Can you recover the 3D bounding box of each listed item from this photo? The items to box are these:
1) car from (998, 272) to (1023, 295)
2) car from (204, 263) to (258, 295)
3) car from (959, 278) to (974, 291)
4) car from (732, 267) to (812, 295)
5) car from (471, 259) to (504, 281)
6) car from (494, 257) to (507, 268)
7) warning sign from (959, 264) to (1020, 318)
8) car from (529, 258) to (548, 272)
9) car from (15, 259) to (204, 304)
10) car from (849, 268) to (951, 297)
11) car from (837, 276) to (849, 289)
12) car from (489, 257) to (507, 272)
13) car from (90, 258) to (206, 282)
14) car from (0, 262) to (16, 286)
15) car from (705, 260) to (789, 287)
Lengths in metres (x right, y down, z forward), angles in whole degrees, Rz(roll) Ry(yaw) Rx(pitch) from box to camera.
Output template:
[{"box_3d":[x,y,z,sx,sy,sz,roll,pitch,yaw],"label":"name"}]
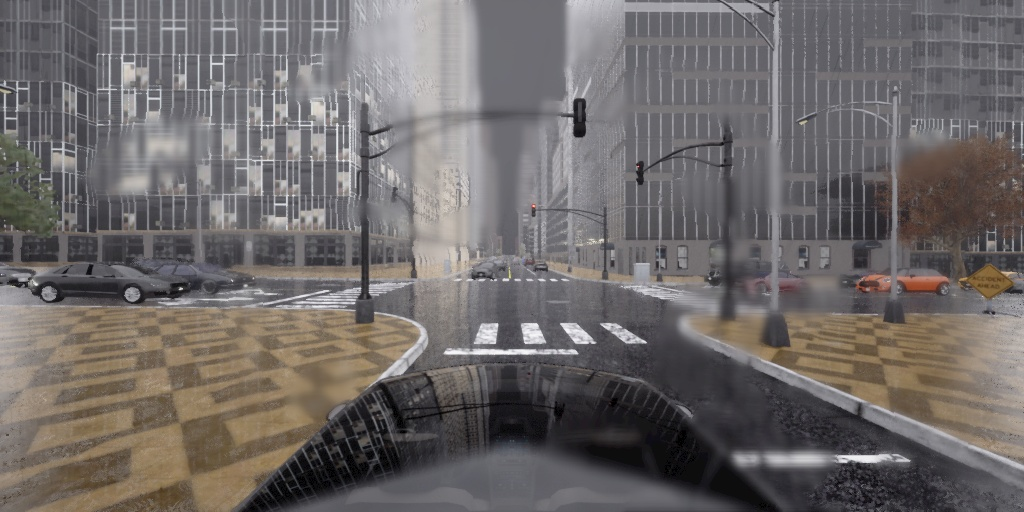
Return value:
[{"box_3d":[33.782,1.948,23.253,4.181,1.385,1.994,1,0,-2],"label":"car"},{"box_3d":[-15.438,1.040,17.272,5.357,1.411,2.033,1,0,0],"label":"car"},{"box_3d":[36.321,1.906,26.640,5.008,1.535,1.882,1,0,-3],"label":"car"},{"box_3d":[16.090,1.631,22.339,4.181,1.385,1.994,1,0,-3],"label":"car"},{"box_3d":[-2.182,1.275,31.037,1.837,1.490,4.892,1,0,7],"label":"car"},{"box_3d":[-1.918,1.109,61.062,2.097,1.767,4.553,0,0,0],"label":"car"},{"box_3d":[17.214,1.204,12.935,1.060,1.860,1.300,0,0,-3],"label":"warning sign"},{"box_3d":[3.670,1.329,46.659,1.948,1.339,4.313,0,0,-1],"label":"car"},{"box_3d":[-15.426,0.998,13.984,4.892,1.490,1.837,1,0,-3],"label":"car"},{"box_3d":[24.784,1.575,22.790,4.553,1.767,2.097,1,0,-3],"label":"car"},{"box_3d":[26.292,1.813,26.127,4.181,1.385,1.994,1,0,-3],"label":"car"},{"box_3d":[-1.799,1.241,46.932,1.882,1.535,5.008,0,0,-1],"label":"car"},{"box_3d":[-23.651,0.888,23.501,5.357,1.411,2.033,1,0,-3],"label":"car"},{"box_3d":[-25.372,0.802,16.723,4.902,1.511,2.128,1,0,-3],"label":"car"},{"box_3d":[16.903,1.303,25.635,5.566,2.045,2.150,1,0,-3],"label":"car"}]
